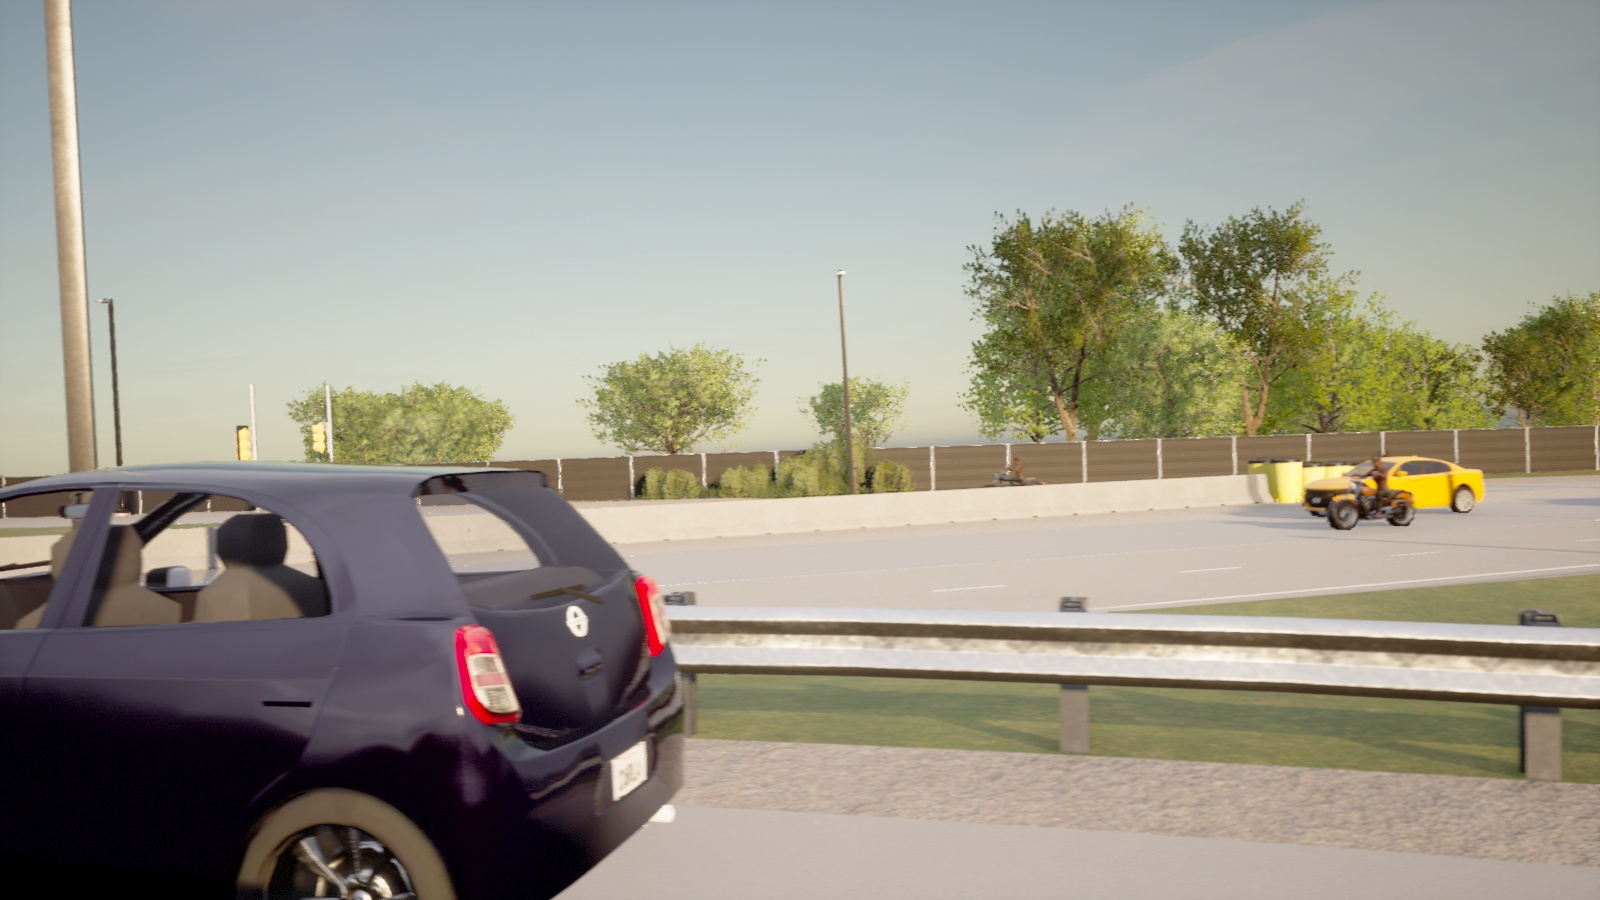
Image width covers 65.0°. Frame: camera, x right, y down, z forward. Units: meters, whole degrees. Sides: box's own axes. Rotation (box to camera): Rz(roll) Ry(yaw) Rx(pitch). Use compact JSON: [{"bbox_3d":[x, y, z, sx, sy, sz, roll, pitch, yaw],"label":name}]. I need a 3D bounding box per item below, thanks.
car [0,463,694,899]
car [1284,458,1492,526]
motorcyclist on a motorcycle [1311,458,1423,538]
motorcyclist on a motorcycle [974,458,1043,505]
[{"bbox_3d":[-2.391,0.807,4.355,3.633,1.501,1.845,0,0,13],"label":"car"},{"bbox_3d":[15.236,1.046,32.513,5.008,1.535,1.882,-1,-1,-21],"label":"car"},{"bbox_3d":[12.518,1.045,27.731,2.350,1.649,0.766,-2,-1,-21],"label":"motorcyclist on a motorcycle"},{"bbox_3d":[7.566,1.143,45.701,2.350,1.649,0.766,-1,0,2],"label":"motorcyclist on a motorcycle"}]
